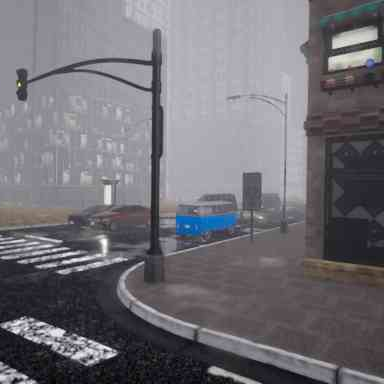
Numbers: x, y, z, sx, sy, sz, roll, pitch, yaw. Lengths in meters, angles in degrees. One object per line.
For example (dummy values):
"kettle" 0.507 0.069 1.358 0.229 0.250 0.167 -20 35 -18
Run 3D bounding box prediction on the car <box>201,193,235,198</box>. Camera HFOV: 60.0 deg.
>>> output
"car" 1.902 1.141 28.478 2.150 2.045 5.566 1 1 36

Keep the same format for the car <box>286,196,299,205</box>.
"car" 16.313 1.362 53.294 1.752 1.417 4.829 1 1 35

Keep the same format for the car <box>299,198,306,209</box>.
"car" 15.631 1.462 42.418 1.812 1.442 4.674 1 1 36

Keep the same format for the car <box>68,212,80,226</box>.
"car" -5.987 1.465 21.839 1.947 1.339 4.313 1 1 35

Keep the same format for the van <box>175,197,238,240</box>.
"van" 0.853 1.367 16.989 1.690 1.788 3.998 1 1 35

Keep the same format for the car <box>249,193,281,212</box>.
"car" 8.091 1.123 37.183 2.150 2.045 5.566 1 1 36

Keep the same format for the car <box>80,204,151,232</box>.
"car" -4.044 1.465 20.096 1.812 1.442 4.674 1 1 37
